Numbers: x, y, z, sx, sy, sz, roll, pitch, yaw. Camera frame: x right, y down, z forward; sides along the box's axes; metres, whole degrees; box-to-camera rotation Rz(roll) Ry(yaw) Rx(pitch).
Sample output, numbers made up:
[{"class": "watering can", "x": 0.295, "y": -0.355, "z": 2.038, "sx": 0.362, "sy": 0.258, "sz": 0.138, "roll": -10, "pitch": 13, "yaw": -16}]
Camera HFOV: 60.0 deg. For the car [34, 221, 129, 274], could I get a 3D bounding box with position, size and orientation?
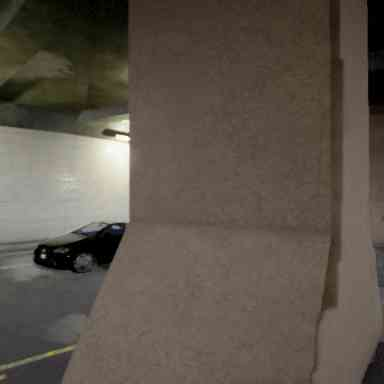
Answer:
[{"class": "car", "x": -2.932, "y": 1.682, "z": 11.095, "sx": 1.994, "sy": 1.385, "sz": 4.181, "roll": -1, "pitch": -1, "yaw": 44}]
